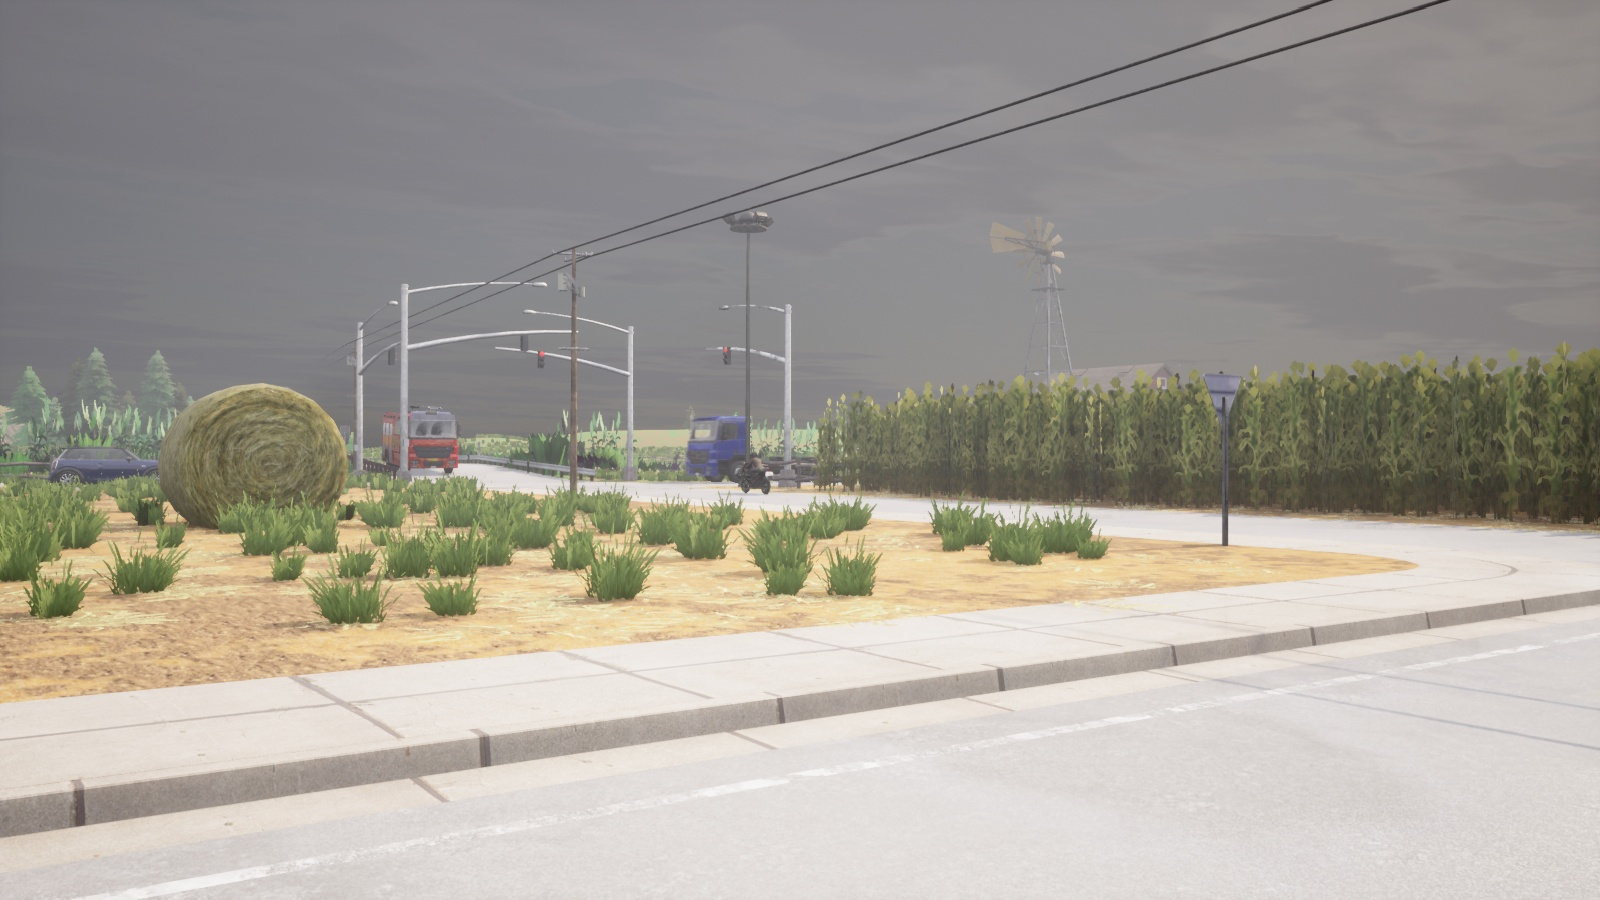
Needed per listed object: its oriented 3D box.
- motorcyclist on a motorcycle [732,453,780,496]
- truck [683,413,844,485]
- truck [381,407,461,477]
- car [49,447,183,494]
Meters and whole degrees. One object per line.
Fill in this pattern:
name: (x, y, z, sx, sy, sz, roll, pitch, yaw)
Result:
motorcyclist on a motorcycle: (-1.622, 0.870, 45.993, 0.797, 1.523, 2.044, 0, 0, -34)
truck: (-1.809, -0.049, 64.495, 7.936, 3.462, 2.891, 0, 0, -34)
truck: (-22.412, -0.567, 73.935, 2.891, 3.827, 8.468, 0, 2, -28)
car: (-26.926, 0.773, 49.439, 4.553, 1.767, 2.097, 0, 0, -31)
